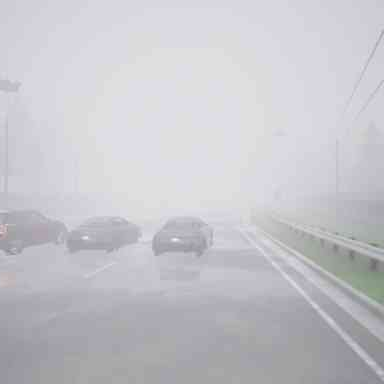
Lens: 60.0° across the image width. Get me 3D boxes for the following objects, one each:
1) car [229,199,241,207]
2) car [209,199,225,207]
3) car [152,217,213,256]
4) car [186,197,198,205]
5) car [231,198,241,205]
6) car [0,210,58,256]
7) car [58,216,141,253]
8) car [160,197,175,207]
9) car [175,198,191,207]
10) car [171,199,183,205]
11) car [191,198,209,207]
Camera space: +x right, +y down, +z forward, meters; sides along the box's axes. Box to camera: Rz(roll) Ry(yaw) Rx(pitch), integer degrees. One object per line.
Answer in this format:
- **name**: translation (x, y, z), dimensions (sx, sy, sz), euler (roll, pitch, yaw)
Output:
- **car**: translation (8.597, 2.302, 67.498), dimensions (2.128, 1.511, 4.902), euler (0, -1, 10)
- **car**: translation (5.219, 2.420, 68.517), dimensions (1.895, 1.301, 4.718), euler (0, -1, 10)
- **car**: translation (-0.269, 1.734, 14.075), dimensions (1.994, 1.385, 4.181), euler (0, -1, 10)
- **car**: translation (-0.039, 2.142, 79.486), dimensions (2.097, 1.767, 4.553), euler (0, -1, 10)
- **car**: translation (10.321, 2.291, 77.775), dimensions (2.128, 1.511, 4.902), euler (0, -1, 10)
- **car**: translation (-7.334, 1.525, 14.277), dimensions (2.097, 1.767, 4.553), euler (0, -1, 10)
- **car**: translation (-3.717, 1.742, 14.677), dimensions (1.994, 1.385, 4.181), euler (0, -1, 10)
- **car**: translation (-5.205, 2.056, 69.848), dimensions (2.150, 2.045, 5.566), euler (0, -1, 10)
- **car**: translation (-1.685, 2.424, 69.675), dimensions (1.895, 1.301, 4.718), euler (0, -1, 10)
- **car**: translation (-3.480, 2.390, 80.121), dimensions (1.895, 1.301, 4.718), euler (0, -1, 10)
- **car**: translation (1.693, 2.324, 68.657), dimensions (2.128, 1.511, 4.902), euler (0, -1, 10)
